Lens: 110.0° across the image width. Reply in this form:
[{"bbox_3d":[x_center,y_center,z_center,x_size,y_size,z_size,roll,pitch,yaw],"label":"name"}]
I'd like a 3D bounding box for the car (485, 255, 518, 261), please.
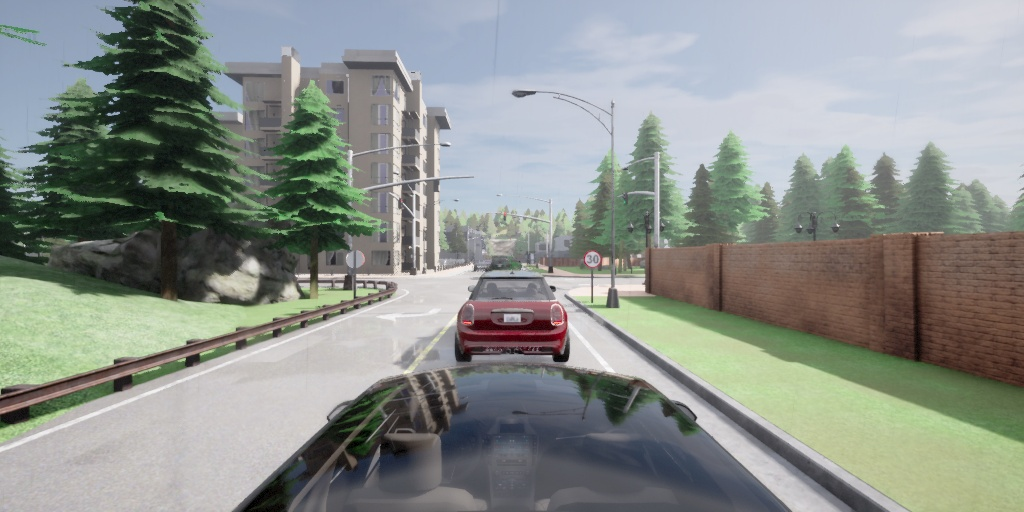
[{"bbox_3d":[-0.514,0.979,33.737,2.150,2.045,5.566,1,0,12],"label":"car"}]

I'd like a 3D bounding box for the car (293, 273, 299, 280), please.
[{"bbox_3d":[-17.933,1.319,24.940,5.357,1.411,2.033,0,0,-1],"label":"car"}]

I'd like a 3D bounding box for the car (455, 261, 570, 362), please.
[{"bbox_3d":[0.006,1.104,8.366,2.097,1.767,4.553,0,0,0],"label":"car"}]
